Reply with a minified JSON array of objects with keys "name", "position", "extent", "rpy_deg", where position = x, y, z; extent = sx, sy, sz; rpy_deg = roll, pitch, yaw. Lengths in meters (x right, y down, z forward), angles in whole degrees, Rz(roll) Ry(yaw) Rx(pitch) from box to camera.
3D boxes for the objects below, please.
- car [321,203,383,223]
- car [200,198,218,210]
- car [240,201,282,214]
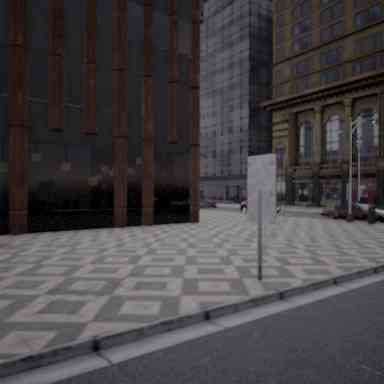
[{"name":"car","position":[12.884,1.592,26.104],"extent":[2.033,1.411,5.357],"rpy_deg":[0,0,-35]},{"name":"car","position":[1.022,1.538,42.790],"extent":[2.033,1.411,5.357],"rpy_deg":[0,0,-34]},{"name":"car","position":[7.057,1.521,34.302],"extent":[1.837,1.490,4.892],"rpy_deg":[0,0,-36]}]
